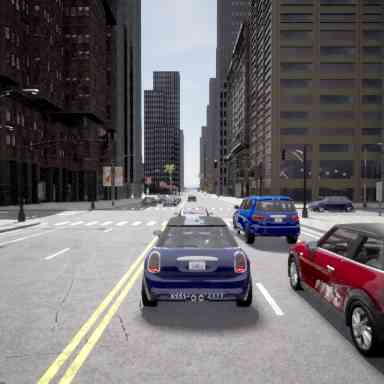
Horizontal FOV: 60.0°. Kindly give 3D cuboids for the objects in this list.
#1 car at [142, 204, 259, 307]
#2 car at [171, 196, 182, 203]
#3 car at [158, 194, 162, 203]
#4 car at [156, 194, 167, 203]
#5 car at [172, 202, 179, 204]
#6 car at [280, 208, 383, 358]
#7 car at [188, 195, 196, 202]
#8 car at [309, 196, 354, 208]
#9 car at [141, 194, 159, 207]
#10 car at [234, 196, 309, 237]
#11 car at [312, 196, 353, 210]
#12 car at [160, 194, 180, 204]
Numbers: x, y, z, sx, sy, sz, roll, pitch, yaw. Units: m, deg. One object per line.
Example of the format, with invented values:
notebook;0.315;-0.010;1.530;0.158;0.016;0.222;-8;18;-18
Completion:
car;0.094;1.348;8.138;2.097;1.767;4.553;0;0;0
car;-3.265;1.496;71.473;2.033;1.411;5.357;0;0;0
car;-6.586;1.524;61.206;1.994;1.385;4.181;0;0;0
car;-6.515;1.311;71.280;2.097;1.767;4.553;0;0;0
car;0.090;1.480;17.075;2.128;1.511;4.902;0;0;0
car;3.344;1.349;6.180;2.097;1.767;4.553;0;0;0
car;-0.015;1.455;77.709;1.837;1.490;4.892;0;0;0
car;15.345;1.277;36.934;4.553;1.767;2.097;0;1;-1
car;-6.601;1.470;50.988;1.837;1.490;4.892;0;0;1
car;3.349;1.211;15.890;2.150;2.045;5.566;0;0;-2
car;16.671;1.323;39.635;4.097;1.590;1.967;0;1;0
car;-3.349;1.490;50.832;1.812;1.442;4.674;0;0;2
